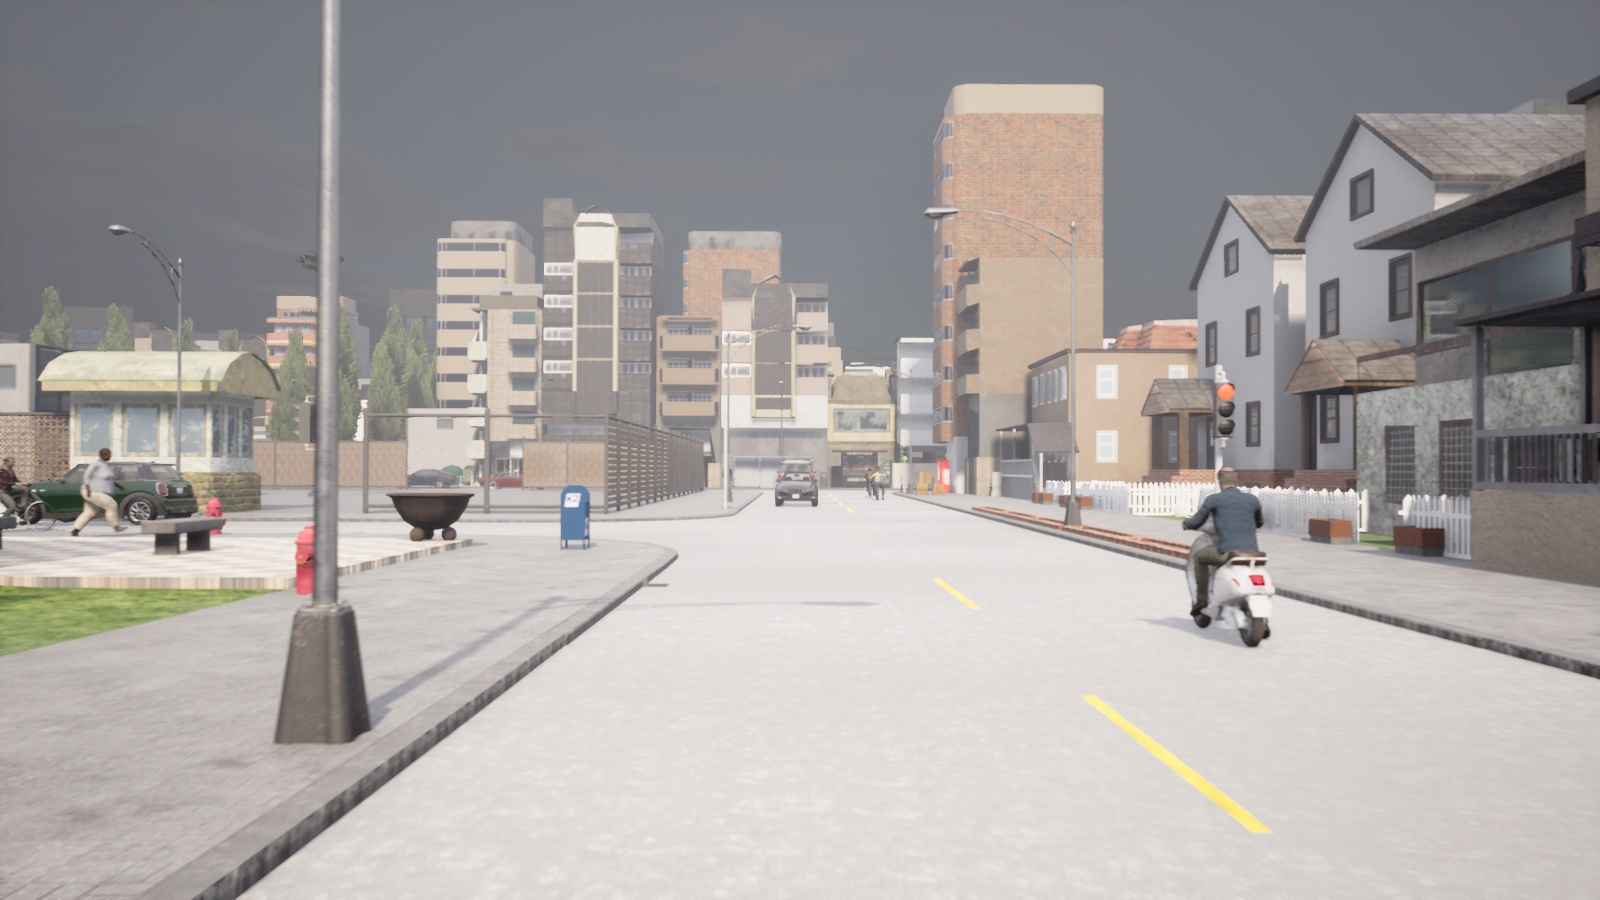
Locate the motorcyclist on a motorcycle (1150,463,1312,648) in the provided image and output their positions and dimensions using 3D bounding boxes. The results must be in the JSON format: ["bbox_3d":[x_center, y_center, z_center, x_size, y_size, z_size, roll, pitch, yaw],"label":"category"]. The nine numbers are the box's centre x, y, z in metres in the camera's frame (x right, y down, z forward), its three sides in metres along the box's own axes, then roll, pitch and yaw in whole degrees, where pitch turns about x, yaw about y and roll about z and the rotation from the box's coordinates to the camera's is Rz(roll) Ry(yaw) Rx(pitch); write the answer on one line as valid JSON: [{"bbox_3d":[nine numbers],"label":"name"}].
[{"bbox_3d":[3.980,0.925,11.761,0.866,1.590,1.817,0,-1,0],"label":"motorcyclist on a motorcycle"}]

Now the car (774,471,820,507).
[{"bbox_3d":[-0.093,1.619,53.106,1.816,1.474,4.193,0,-1,1],"label":"car"}]

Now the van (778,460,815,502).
[{"bbox_3d":[-0.148,1.487,61.775,1.775,1.987,4.442,0,-1,0],"label":"van"}]

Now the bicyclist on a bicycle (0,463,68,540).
[{"bbox_3d":[-18.316,1.196,29.522,1.843,1.776,0.659,0,-1,0],"label":"bicyclist on a bicycle"}]

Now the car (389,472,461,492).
[{"bbox_3d":[-27.165,2.306,91.056,4.674,1.442,1.812,0,-1,0],"label":"car"}]

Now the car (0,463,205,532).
[{"bbox_3d":[-18.646,1.245,33.509,4.553,1.767,2.097,0,-1,1],"label":"car"}]

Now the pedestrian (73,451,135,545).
[{"bbox_3d":[-13.983,0.948,25.250,0.900,1.855,0.874,0,-1,-16],"label":"pedestrian"}]

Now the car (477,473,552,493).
[{"bbox_3d":[-19.770,2.291,87.083,4.718,1.301,1.895,0,-1,0],"label":"car"}]
